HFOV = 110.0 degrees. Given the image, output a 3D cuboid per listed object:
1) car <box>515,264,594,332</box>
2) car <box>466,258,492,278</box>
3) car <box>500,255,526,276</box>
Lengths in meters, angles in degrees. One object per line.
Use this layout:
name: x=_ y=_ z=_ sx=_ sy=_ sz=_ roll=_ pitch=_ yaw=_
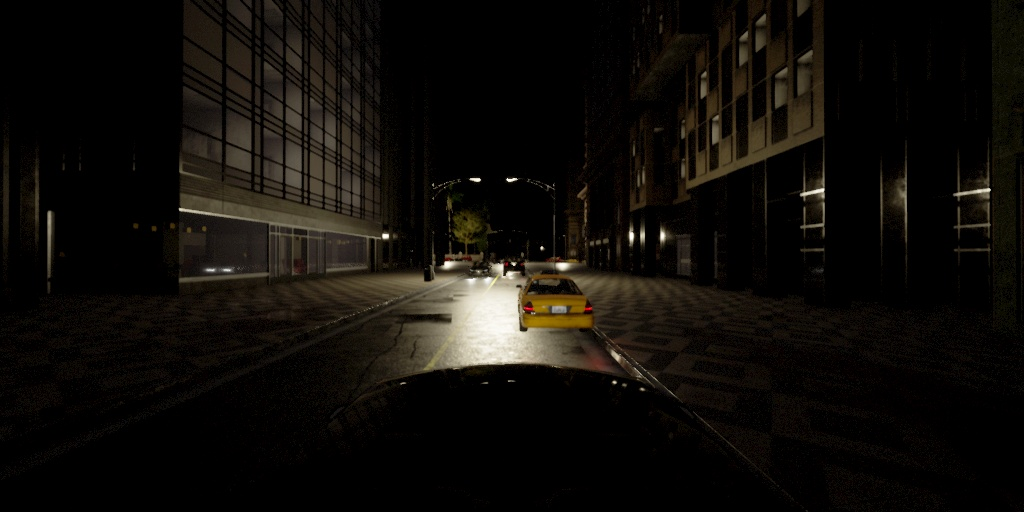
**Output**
car: x=1.088 y=1.197 z=10.740 sx=1.801 sy=1.575 sz=5.366 roll=0 pitch=0 yaw=0
car: x=-2.955 y=1.225 z=34.275 sx=1.837 sy=1.490 sz=4.892 roll=0 pitch=0 yaw=0
car: x=0.222 y=0.940 z=36.921 sx=2.150 sy=2.045 sz=5.566 roll=0 pitch=0 yaw=1
